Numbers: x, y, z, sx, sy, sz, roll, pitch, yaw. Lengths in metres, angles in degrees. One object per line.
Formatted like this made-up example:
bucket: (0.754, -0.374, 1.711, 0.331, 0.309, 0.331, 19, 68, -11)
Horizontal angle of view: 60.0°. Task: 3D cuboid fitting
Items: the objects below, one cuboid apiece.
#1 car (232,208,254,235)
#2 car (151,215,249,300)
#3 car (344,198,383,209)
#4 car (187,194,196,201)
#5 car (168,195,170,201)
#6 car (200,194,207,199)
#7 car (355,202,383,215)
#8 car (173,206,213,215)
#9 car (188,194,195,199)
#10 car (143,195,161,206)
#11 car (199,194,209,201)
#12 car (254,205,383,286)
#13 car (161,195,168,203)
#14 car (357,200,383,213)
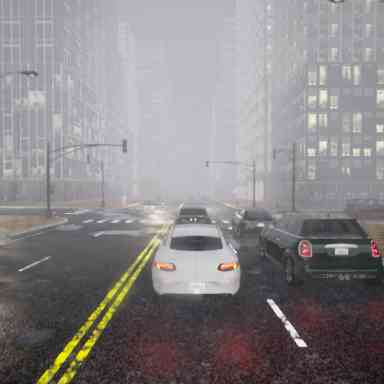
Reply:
car: (3.304, 1.551, 17.921, 1.994, 1.385, 4.181, 0, 0, 0)
car: (0.081, 1.520, 8.258, 1.812, 1.442, 4.674, 0, 0, 0)
car: (16.127, 1.514, 29.674, 5.009, 1.841, 2.192, 1, 0, 1)
car: (-0.202, 1.403, 80.423, 1.837, 1.490, 4.892, 0, 0, 0)
car: (-6.712, 1.371, 83.998, 1.882, 1.535, 5.008, 0, 0, 0)
car: (3.022, 1.249, 90.847, 1.812, 1.442, 4.674, 0, 0, 0)
car: (20.198, 1.740, 35.400, 4.718, 1.301, 1.895, 1, 1, 1)
car: (0.057, 1.492, 17.506, 1.837, 1.490, 4.892, 0, 0, 0)
car: (-0.229, 1.203, 90.840, 1.882, 1.535, 5.008, 0, 0, 0)
car: (-6.719, 1.514, 53.875, 1.994, 1.385, 4.181, 0, 0, 0)
car: (3.048, 1.381, 80.430, 1.882, 1.535, 5.008, 0, 0, 0)
car: (3.327, 1.346, 9.534, 2.097, 1.767, 4.553, 0, 0, 0)
car: (-6.674, 1.407, 69.133, 1.882, 1.535, 5.008, 0, 0, 0)
car: (21.715, 1.636, 37.974, 4.829, 1.417, 1.752, 1, 0, 1)
